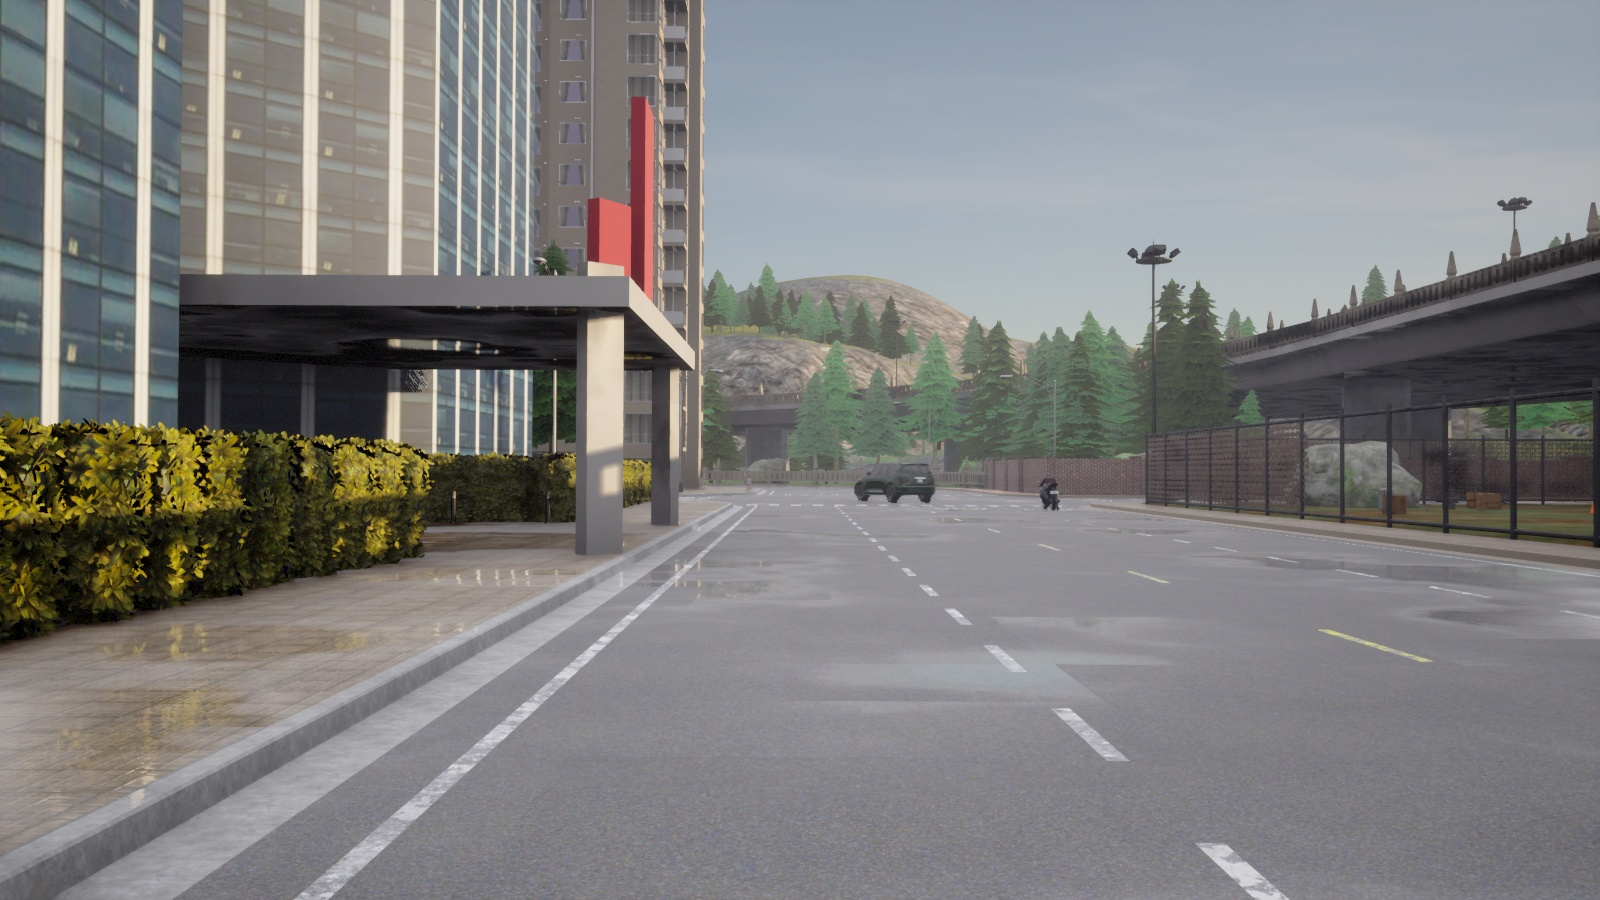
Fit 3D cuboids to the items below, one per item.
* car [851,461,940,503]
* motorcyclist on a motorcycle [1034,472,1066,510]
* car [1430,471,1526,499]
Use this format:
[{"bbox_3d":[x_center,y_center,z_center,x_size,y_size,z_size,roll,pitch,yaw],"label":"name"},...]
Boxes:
[{"bbox_3d":[4.796,1.606,64.122,2.150,2.045,5.566,0,-1,-24],"label":"car"},{"bbox_3d":[10.361,1.682,52.150,0.866,1.530,2.191,0,-1,0],"label":"motorcyclist on a motorcycle"},{"bbox_3d":[36.732,1.877,68.092,4.193,1.474,1.816,0,-1,0],"label":"car"}]
